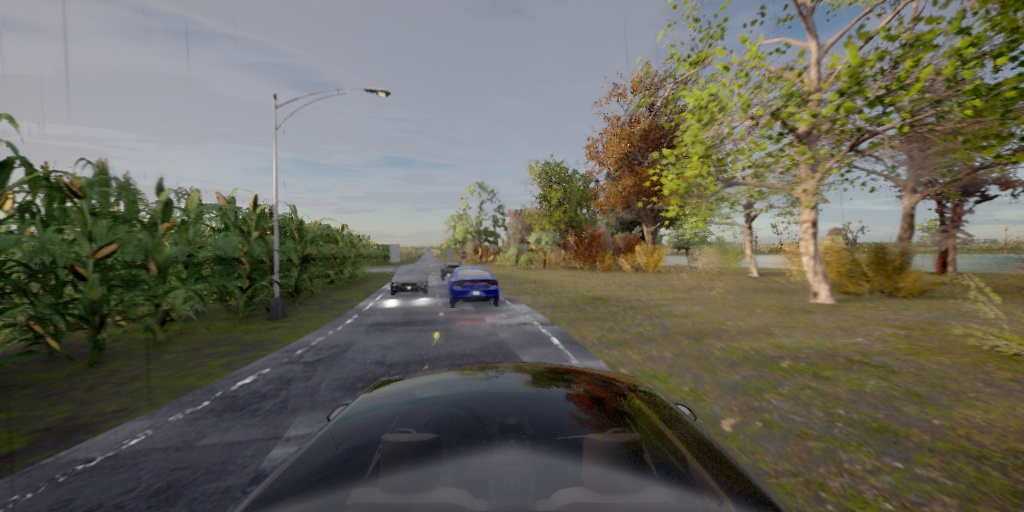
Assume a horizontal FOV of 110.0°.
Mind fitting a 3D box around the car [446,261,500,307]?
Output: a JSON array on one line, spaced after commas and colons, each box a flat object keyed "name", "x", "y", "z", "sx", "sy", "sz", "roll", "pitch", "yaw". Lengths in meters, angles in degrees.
[{"name": "car", "x": -1.736, "y": 1.172, "z": 15.298, "sx": 1.882, "sy": 1.535, "sz": 5.008, "roll": -1, "pitch": 0, "yaw": -11}]

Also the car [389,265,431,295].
[{"name": "car", "x": -5.484, "y": 1.266, "z": 19.527, "sx": 1.837, "sy": 1.490, "sz": 4.892, "roll": -1, "pitch": 0, "yaw": -13}]

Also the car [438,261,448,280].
[{"name": "car", "x": -5.046, "y": 1.136, "z": 30.094, "sx": 1.837, "sy": 1.490, "sz": 4.892, "roll": -1, "pitch": 0, "yaw": -13}]
